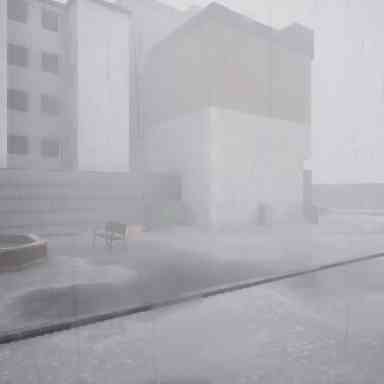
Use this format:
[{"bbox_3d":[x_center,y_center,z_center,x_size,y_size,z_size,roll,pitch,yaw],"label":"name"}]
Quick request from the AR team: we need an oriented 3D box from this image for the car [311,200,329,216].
[{"bbox_3d":[10.616,1.352,31.648,2.097,1.767,4.553,0,0,-35],"label":"car"}]
